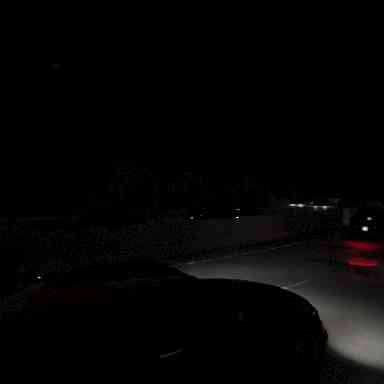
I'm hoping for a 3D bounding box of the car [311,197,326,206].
[{"bbox_3d":[22.795,1.749,59.318,1.812,1.442,4.674,0,0,18],"label":"car"}]

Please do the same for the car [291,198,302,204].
[{"bbox_3d":[22.004,1.897,69.951,1.895,1.301,4.718,0,0,12],"label":"car"}]

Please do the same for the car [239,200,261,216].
[{"bbox_3d":[5.243,1.579,33.603,1.837,1.490,4.892,0,0,37],"label":"car"}]

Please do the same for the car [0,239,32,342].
[{"bbox_3d":[-4.989,1.601,4.682,4.718,1.301,1.895,0,0,-34],"label":"car"}]

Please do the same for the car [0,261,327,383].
[{"bbox_3d":[-0.469,1.526,3.633,4.674,1.442,1.812,0,0,-36],"label":"car"}]

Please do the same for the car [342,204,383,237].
[{"bbox_3d":[9.783,1.521,17.271,1.837,1.490,4.892,0,-2,44],"label":"car"}]

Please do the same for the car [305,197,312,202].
[{"bbox_3d":[30.529,1.908,85.337,2.033,1.411,5.357,0,0,3],"label":"car"}]

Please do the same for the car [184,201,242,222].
[{"bbox_3d":[1.377,1.596,23.944,1.994,1.385,4.181,0,0,44],"label":"car"}]

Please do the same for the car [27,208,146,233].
[{"bbox_3d":[-4.285,1.483,14.146,5.008,1.535,1.882,0,0,-39],"label":"car"}]

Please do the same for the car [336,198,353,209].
[{"bbox_3d":[21.119,1.648,45.938,1.837,1.490,4.892,0,0,25],"label":"car"}]
